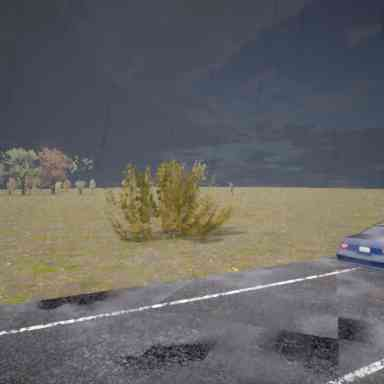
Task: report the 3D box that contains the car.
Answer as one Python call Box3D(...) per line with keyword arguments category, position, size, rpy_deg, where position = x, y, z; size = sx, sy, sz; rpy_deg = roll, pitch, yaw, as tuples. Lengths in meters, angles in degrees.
Box3D(category="car", position=(6.677, 1.549, 10.015), size=(5.357, 1.411, 2.033), rpy_deg=(0, 0, -31))
